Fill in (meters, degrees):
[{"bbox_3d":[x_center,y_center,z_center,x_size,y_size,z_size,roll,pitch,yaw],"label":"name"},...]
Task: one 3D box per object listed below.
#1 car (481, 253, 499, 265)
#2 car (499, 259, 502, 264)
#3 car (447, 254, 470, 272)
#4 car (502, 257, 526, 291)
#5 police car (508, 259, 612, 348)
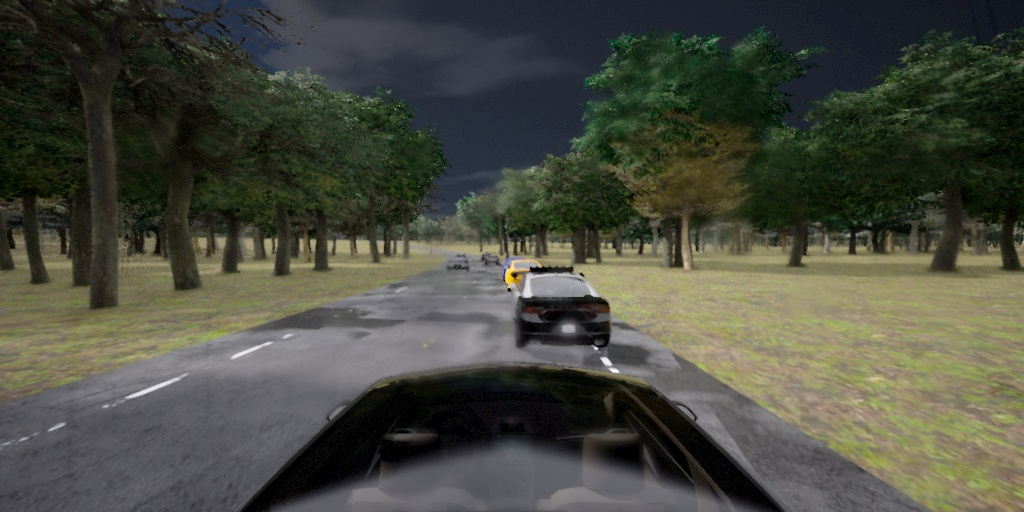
[{"bbox_3d":[-2.694,0.410,47.902,2.128,1.511,4.902,0,1,-7],"label":"car"},{"bbox_3d":[0.316,0.827,25.002,1.882,1.535,5.008,0,1,-3],"label":"car"},{"bbox_3d":[-5.014,0.757,33.973,1.994,1.385,4.181,0,1,-5],"label":"car"},{"bbox_3d":[0.635,0.936,18.970,1.882,1.535,5.008,0,1,-3],"label":"car"},{"bbox_3d":[0.967,1.055,9.016,1.930,1.638,5.238,0,1,-1],"label":"police car"}]
